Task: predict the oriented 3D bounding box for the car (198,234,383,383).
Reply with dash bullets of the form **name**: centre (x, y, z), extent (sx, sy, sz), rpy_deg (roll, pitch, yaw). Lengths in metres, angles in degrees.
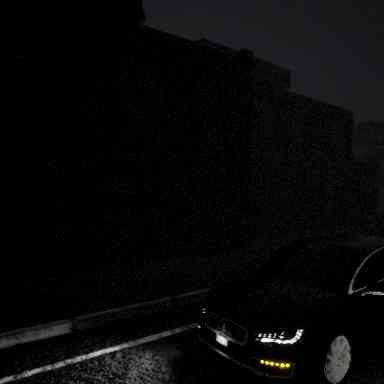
- **car**: centre (2.329, 1.502, 5.357), extent (4.892, 1.490, 1.837), rpy_deg (0, 0, -36)
